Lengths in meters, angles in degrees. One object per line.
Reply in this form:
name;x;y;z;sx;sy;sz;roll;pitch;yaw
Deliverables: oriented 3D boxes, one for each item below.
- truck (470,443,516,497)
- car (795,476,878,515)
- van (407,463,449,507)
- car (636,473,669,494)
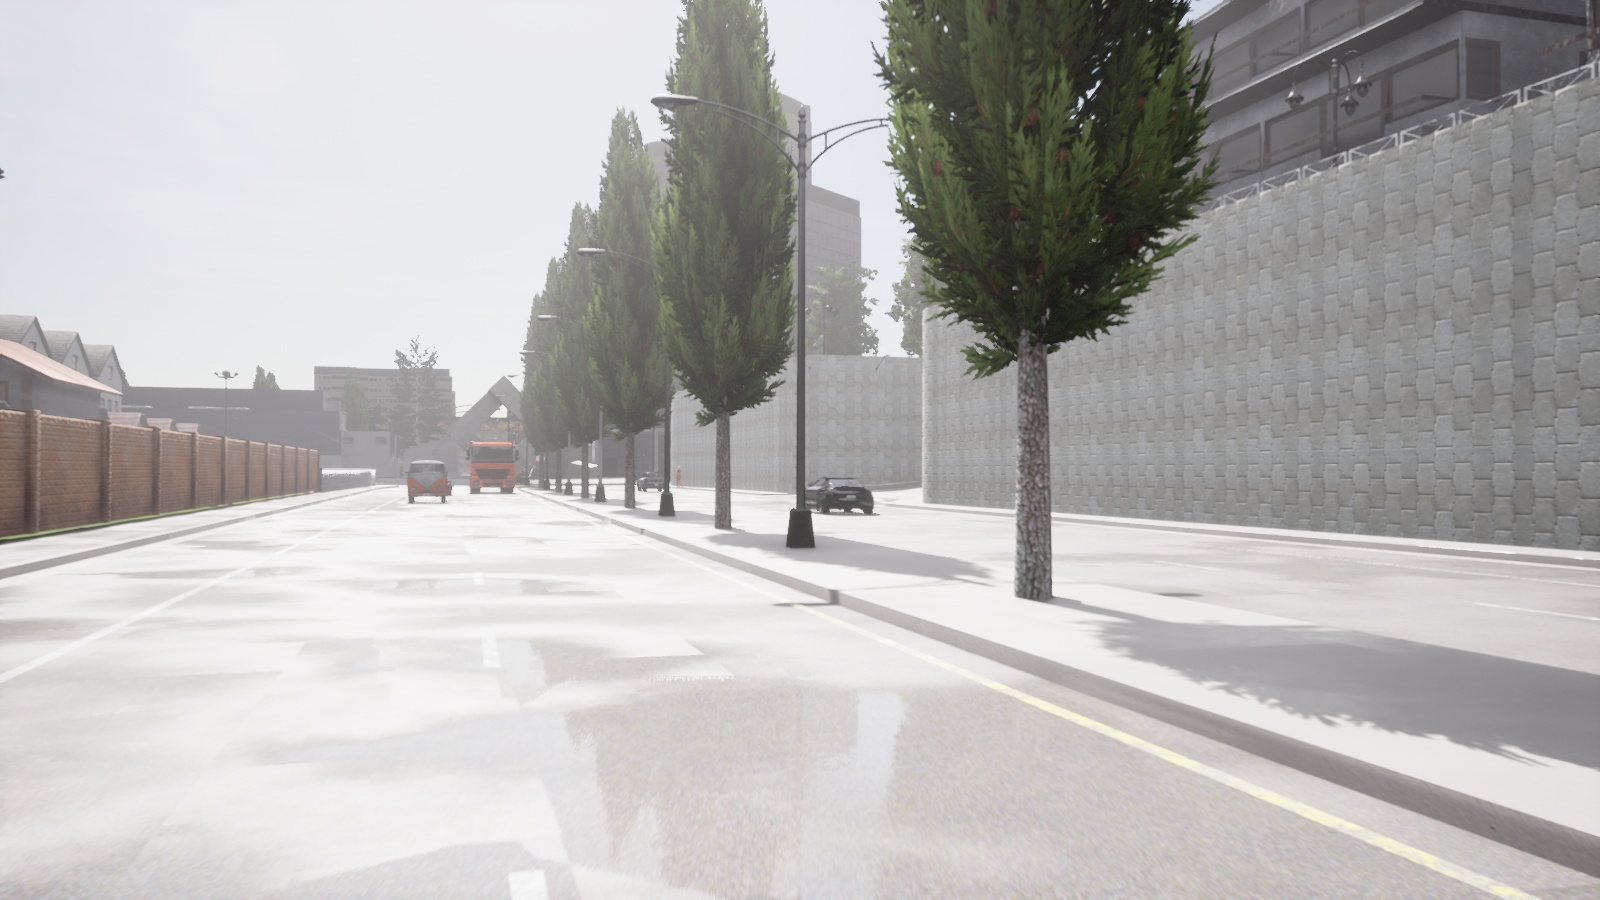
truck;-20.864;1.341;85.050;2.891;3.462;7.936;0;-1;-15
car;1.306;1.661;47.057;1.994;1.385;4.181;0;-1;-15
van;-17.509;1.629;59.201;1.775;1.987;4.442;0;-1;-15
car;-10.833;2.413;92.021;1.816;1.474;4.193;0;-1;-15
